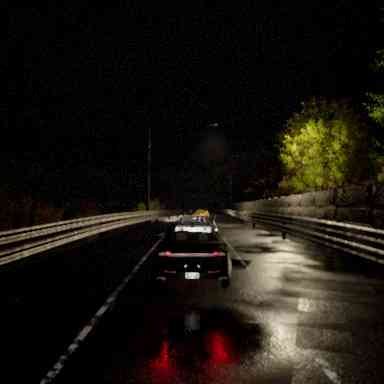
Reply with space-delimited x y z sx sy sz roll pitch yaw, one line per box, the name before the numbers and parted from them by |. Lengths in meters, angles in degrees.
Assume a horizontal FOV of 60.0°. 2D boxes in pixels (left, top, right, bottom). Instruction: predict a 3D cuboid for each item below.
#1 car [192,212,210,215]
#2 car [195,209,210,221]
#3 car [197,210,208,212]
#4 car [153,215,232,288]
car | 0.116 2.015 18.865 1.895 1.301 4.718 0 -2 1
car | 1.444 3.177 45.848 1.882 1.535 5.008 0 -3 4
car | 0.863 2.848 36.535 1.895 1.301 4.718 0 -3 3
car | 0.009 1.621 9.540 2.128 1.511 4.902 0 -1 0
